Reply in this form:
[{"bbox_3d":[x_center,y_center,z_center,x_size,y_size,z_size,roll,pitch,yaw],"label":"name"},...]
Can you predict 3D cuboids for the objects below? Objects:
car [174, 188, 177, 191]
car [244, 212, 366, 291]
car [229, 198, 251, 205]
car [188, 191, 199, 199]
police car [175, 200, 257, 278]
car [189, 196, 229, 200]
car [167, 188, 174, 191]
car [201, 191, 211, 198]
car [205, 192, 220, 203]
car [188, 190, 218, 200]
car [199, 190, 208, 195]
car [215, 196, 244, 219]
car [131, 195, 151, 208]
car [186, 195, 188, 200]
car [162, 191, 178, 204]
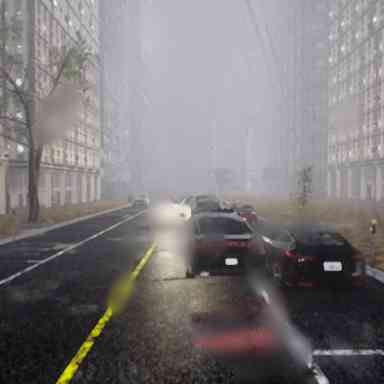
[{"bbox_3d":[-5.362,-0.070,87.461,2.192,1.841,5.009,-1,1,0],"label":"car"},{"bbox_3d":[2.713,1.432,8.467,1.947,1.339,4.313,-1,1,0],"label":"car"},{"bbox_3d":[2.757,1.234,19.750,1.887,1.381,4.507,-1,1,0],"label":"car"},{"bbox_3d":[0.249,0.544,64.727,1.994,1.385,4.181,0,1,0],"label":"car"},{"bbox_3d":[0.641,1.270,9.801,1.930,1.638,5.238,0,1,-5],"label":"police car"},{"bbox_3d":[0.893,1.196,19.734,1.837,1.490,4.892,0,1,0],"label":"car"},{"bbox_3d":[-5.426,0.416,70.373,1.752,1.417,4.829,-1,1,0],"label":"car"},{"bbox_3d":[2.956,0.437,70.529,2.008,1.369,4.403,-1,1,0],"label":"car"},{"bbox_3d":[2.867,0.790,47.961,1.887,1.381,4.507,-1,1,0],"label":"car"},{"bbox_3d":[0.945,0.948,25.700,2.097,1.767,4.553,0,1,0],"label":"car"},{"bbox_3d":[3.022,0.164,87.455,2.008,1.369,4.403,-1,1,0],"label":"car"},{"bbox_3d":[2.780,1.124,25.562,1.752,1.417,4.829,-1,1,0],"label":"car"},{"bbox_3d":[-5.557,0.976,36.699,2.008,1.369,4.403,-1,1,0],"label":"car"},{"bbox_3d":[0.226,0.822,47.151,1.994,1.385,4.181,0,1,-1],"label":"car"},{"bbox_3d":[-2.859,0.899,44.739,1.895,1.301,4.718,0,1,1],"label":"car"}]
